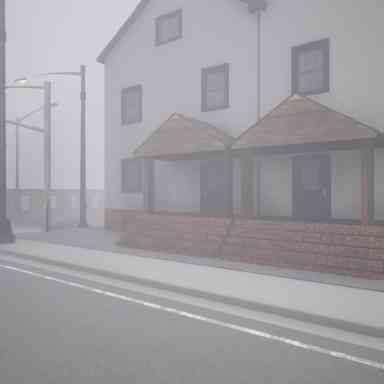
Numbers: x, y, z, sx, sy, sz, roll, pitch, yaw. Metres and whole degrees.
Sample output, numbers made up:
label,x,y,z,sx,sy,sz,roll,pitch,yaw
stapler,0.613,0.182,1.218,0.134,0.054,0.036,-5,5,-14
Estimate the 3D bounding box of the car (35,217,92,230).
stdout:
label,x,y,z,sx,sy,sz,roll,pitch,yaw
car,-12.113,3.129,31.962,2.033,1.411,5.357,0,-9,36
